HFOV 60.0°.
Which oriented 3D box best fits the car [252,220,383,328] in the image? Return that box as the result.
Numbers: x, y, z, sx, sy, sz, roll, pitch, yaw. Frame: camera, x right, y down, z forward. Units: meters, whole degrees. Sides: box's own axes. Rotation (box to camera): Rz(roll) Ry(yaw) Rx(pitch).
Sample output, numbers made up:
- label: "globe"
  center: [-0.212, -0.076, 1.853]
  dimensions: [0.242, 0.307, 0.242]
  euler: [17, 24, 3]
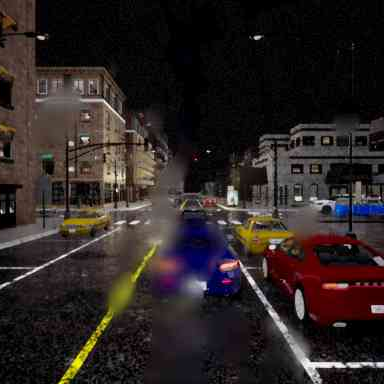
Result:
- label: "car"
  center: [2.684, 1.544, 7.000]
  dimensions: [1.887, 1.381, 4.507]
  euler: [0, 0, 0]

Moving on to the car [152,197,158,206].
- label: "car"
  center: [-5.708, 1.579, 56.549]
  dimensions: [2.008, 1.369, 4.403]
  euler: [0, 0, 0]

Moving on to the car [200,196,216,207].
- label: "car"
  center: [2.673, 1.462, 50.866]
  dimensions: [1.967, 1.590, 4.097]
  euler: [0, 0, 0]

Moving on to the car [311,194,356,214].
- label: "car"
  center: [15.477, 1.256, 34.957]
  dimensions: [5.566, 2.045, 2.150]
  euler: [0, 0, 0]

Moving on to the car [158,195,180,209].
- label: "car"
  center: [-3.107, 1.564, 45.890]
  dimensions: [2.033, 1.411, 5.357]
  euler: [0, 0, 0]

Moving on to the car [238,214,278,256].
- label: "car"
  center: [2.683, 1.526, 12.867]
  dimensions: [1.752, 1.417, 4.829]
  euler: [0, 0, 0]

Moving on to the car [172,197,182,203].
- label: "car"
  center: [-3.015, 1.646, 69.165]
  dimensions: [1.895, 1.301, 4.718]
  euler: [0, 0, 0]

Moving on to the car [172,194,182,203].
- label: "car"
  center: [-3.091, 1.522, 57.816]
  dimensions: [2.128, 1.511, 4.902]
  euler: [0, 0, 0]

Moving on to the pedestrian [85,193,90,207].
- label: "pedestrian"
  center: [-12.639, 1.079, 40.276]
  dimensions: [0.375, 1.860, 0.375]
  euler: [0, 0, 0]

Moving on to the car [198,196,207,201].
- label: "car"
  center: [2.666, 1.622, 85.046]
  dimensions: [2.008, 1.369, 4.403]
  euler: [-1, 0, 0]

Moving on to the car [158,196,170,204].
- label: "car"
  center: [-5.710, 1.594, 67.942]
  dimensions: [2.008, 1.369, 4.403]
  euler: [0, 0, 0]

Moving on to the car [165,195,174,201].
- label: "car"
  center: [-5.715, 1.596, 84.862]
  dimensions: [1.752, 1.417, 4.829]
  euler: [0, 0, 0]

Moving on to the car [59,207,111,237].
- label: "car"
  center: [-5.700, 1.527, 18.226]
  dimensions: [1.752, 1.417, 4.829]
  euler: [0, 0, 0]

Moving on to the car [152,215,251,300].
- label: "car"
  center: [0.102, 1.525, 8.283]
  dimensions: [1.812, 1.442, 4.674]
  euler: [0, 0, 0]

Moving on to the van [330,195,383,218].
- label: "van"
  center: [14.652, 1.413, 29.163]
  dimensions: [3.998, 1.788, 1.690]
  euler: [0, 0, 0]

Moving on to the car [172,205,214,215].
- label: "car"
  center: [0.097, 1.565, 16.976]
  dimensions: [1.994, 1.385, 4.181]
  euler: [0, 0, 0]
